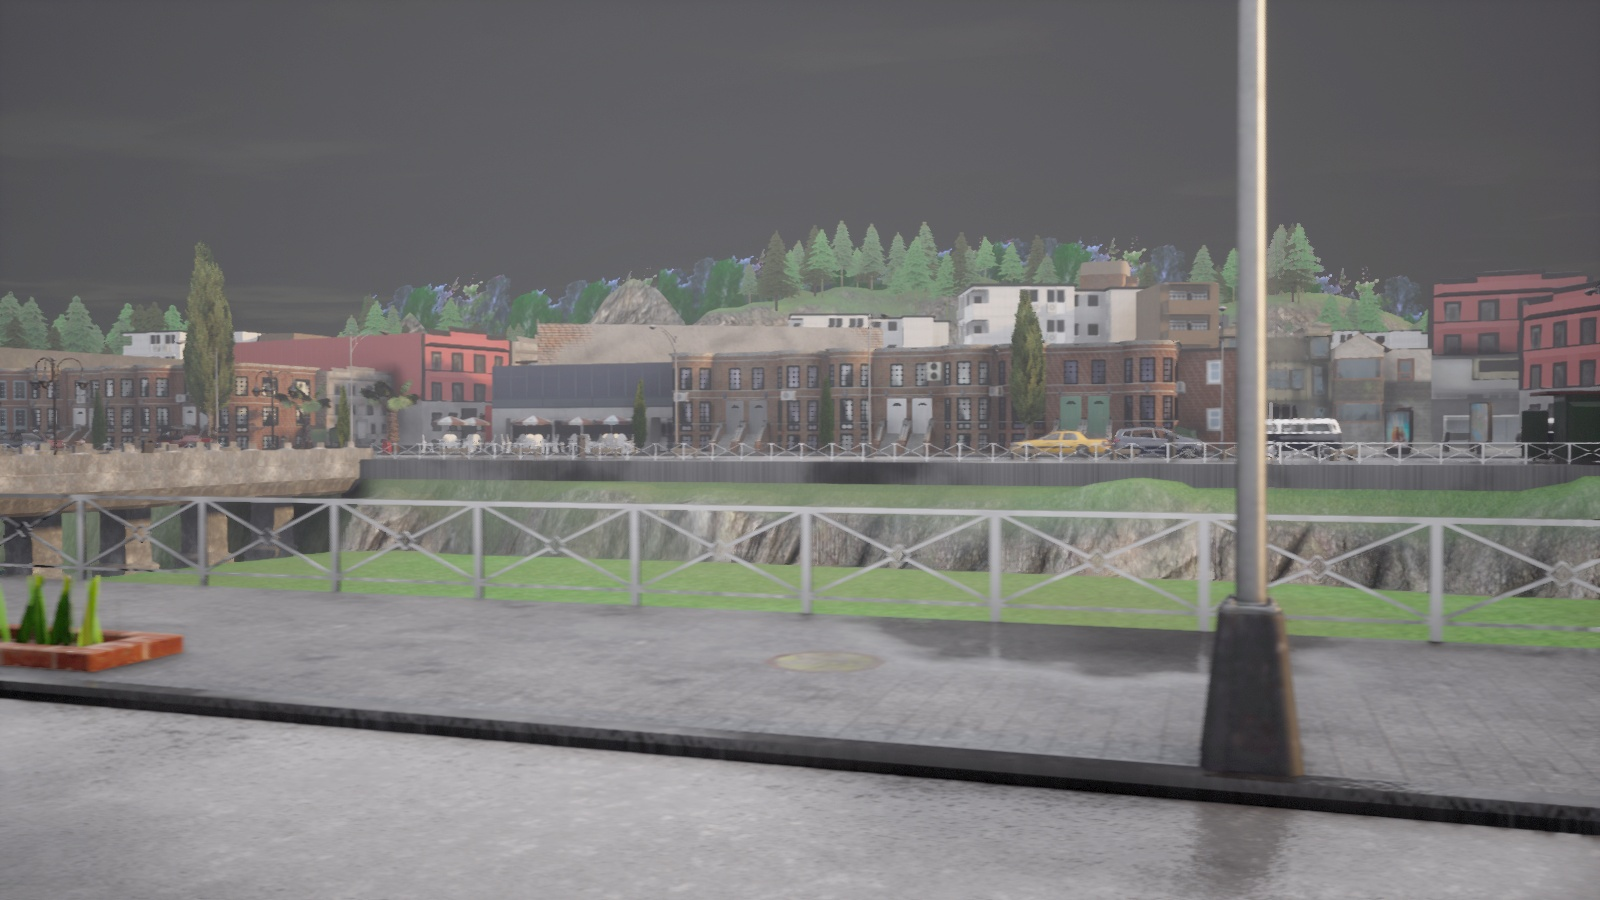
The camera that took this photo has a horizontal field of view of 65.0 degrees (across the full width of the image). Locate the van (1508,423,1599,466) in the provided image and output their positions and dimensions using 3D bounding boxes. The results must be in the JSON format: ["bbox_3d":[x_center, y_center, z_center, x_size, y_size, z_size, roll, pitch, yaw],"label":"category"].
[{"bbox_3d":[36.927,-0.281,60.625,4.480,2.038,2.069,1,1,19],"label":"van"}]

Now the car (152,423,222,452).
[{"bbox_3d":[-40.135,-0.842,82.188,3.866,1.878,1.905,1,1,19],"label":"car"}]

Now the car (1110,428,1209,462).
[{"bbox_3d":[17.978,-0.265,62.753,4.611,1.667,2.242,1,1,19],"label":"car"}]

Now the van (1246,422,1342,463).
[{"bbox_3d":[25.297,-0.387,64.518,4.480,2.038,2.069,1,1,19],"label":"van"}]

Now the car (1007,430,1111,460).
[{"bbox_3d":[14.092,-0.274,68.273,5.366,1.575,1.801,1,1,18],"label":"car"}]
